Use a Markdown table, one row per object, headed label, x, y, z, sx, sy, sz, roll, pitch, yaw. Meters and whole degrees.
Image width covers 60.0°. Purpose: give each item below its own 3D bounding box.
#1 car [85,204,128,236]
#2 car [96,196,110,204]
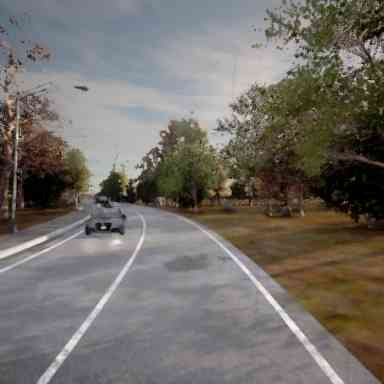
| label | x | y | z | sx | sy | sz | roll | pitch | yaw |
| --- | --- | --- | --- | --- | --- | --- | --- | --- | --- |
| car | -4.643 | 1.579 | 18.540 | 1.994 | 1.385 | 4.181 | 1 | 0 | -7 |
| car | -15.922 | 1.454 | 59.056 | 2.033 | 1.411 | 5.357 | 2 | -1 | -23 |
